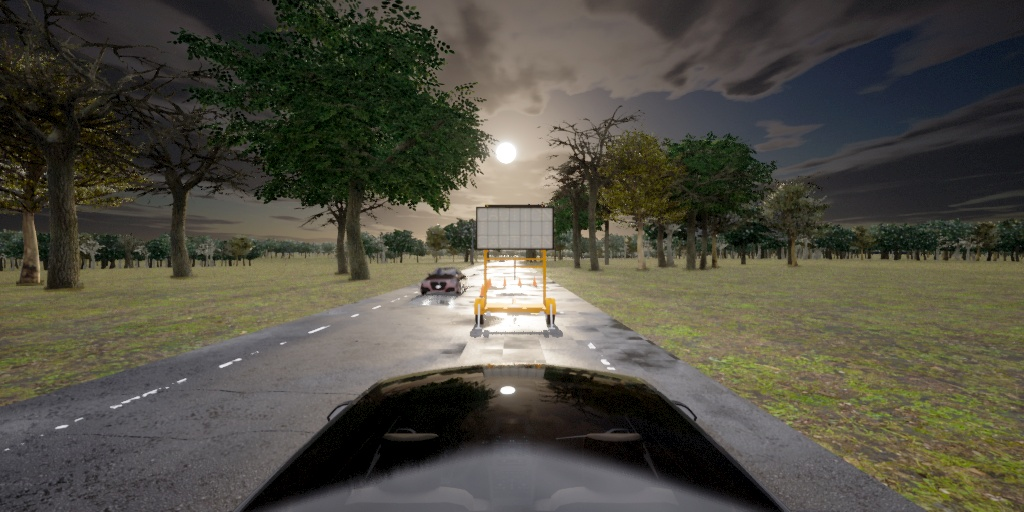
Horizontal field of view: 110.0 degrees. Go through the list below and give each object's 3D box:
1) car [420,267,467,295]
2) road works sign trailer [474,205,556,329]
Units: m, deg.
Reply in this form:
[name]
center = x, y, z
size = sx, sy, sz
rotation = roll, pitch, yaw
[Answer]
[car]
center = -3.595, 1.310, 19.500
size = 1.994, 1.385, 4.181
rotation = 0, 0, 0
[road works sign trailer]
center = 0.089, 0.211, 11.181
size = 2.380, 3.560, 2.880
rotation = 0, 0, 0
